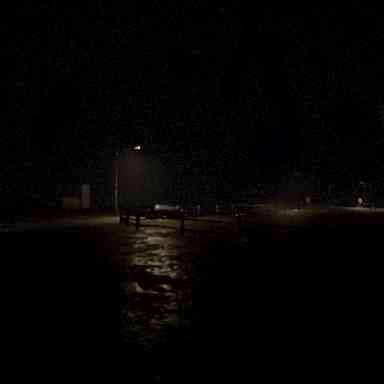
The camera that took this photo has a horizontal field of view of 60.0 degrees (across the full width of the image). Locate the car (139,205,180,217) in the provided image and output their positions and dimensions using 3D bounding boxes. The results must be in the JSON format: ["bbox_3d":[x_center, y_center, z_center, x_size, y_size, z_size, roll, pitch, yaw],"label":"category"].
[{"bbox_3d":[-3.608,2.146,38.153,2.033,1.411,5.357,-1,-2,35],"label":"car"}]

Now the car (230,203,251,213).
[{"bbox_3d":[7.942,2.593,54.232,2.128,1.511,4.902,-1,-2,35],"label":"car"}]
